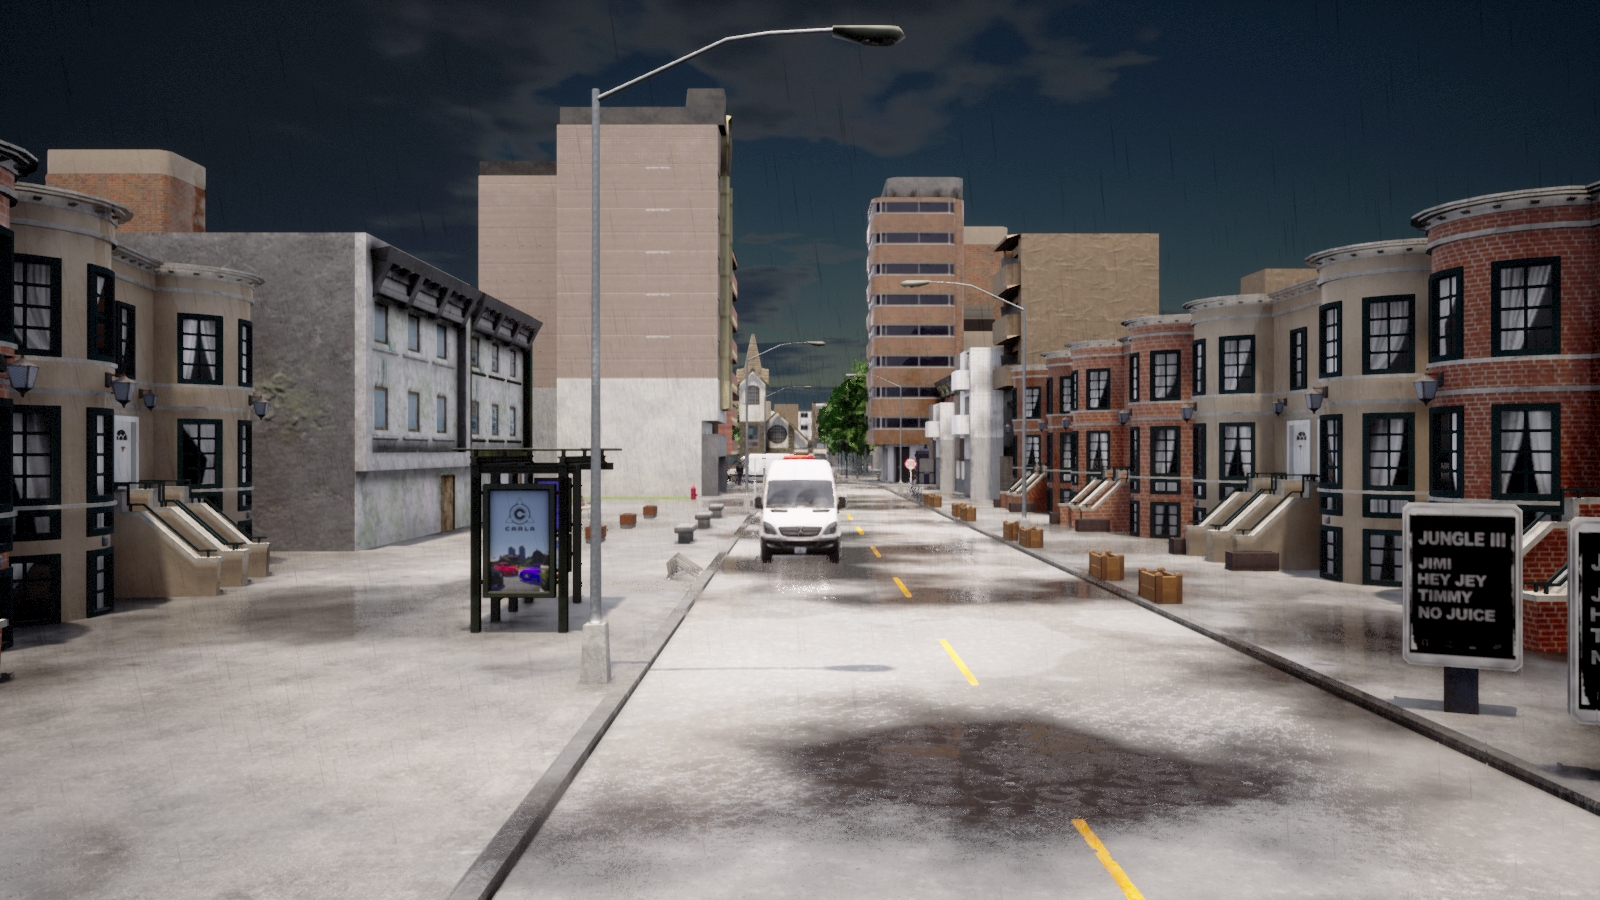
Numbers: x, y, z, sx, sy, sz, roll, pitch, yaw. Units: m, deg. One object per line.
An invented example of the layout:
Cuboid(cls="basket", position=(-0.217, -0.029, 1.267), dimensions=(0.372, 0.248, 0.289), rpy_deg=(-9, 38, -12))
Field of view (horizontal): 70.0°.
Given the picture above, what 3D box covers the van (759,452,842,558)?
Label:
Cuboid(cls="van", position=(0.009, 1.326, 30.432), dimensions=(1.988, 2.561, 5.915), rpy_deg=(0, 0, 0))
